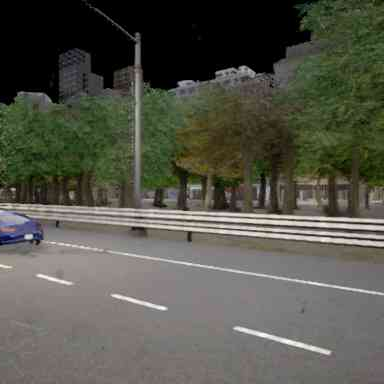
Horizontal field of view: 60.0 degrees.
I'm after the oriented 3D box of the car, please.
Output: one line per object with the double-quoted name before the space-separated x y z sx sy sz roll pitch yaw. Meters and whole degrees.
"car" -8.051 1.534 13.923 4.674 1.442 1.812 0 0 36
